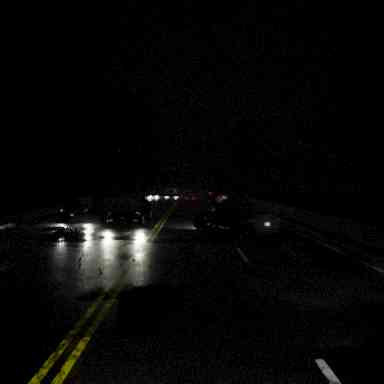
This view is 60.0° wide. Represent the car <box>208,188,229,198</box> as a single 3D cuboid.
[{"bbox_3d":[3.076,0.491,34.654,2.033,1.649,4.856,0,1,0],"label":"car"}]

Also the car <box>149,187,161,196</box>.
[{"bbox_3d":[-6.853,-0.106,61.372,2.128,1.511,4.902,0,1,0],"label":"car"}]

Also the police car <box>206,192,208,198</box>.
[{"bbox_3d":[3.021,0.285,45.654,2.038,1.542,4.974,0,1,0],"label":"police car"}]

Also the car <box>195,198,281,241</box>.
[{"bbox_3d":[1.853,1.162,14.507,1.994,1.385,4.181,-1,2,-31],"label":"car"}]

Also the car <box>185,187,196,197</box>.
[{"bbox_3d":[-0.270,0.017,56.190,2.128,1.511,4.902,0,1,0],"label":"car"}]

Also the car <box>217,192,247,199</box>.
[{"bbox_3d":[3.132,0.915,23.660,1.994,1.385,4.181,0,2,0],"label":"car"}]

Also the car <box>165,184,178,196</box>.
[{"bbox_3d":[-3.602,-0.328,59.300,2.150,2.045,5.566,0,1,0],"label":"car"}]

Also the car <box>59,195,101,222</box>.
[{"bbox_3d":[-6.690,0.950,20.811,1.812,1.442,4.674,0,2,0],"label":"car"}]

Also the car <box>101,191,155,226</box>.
[{"bbox_3d":[-3.432,0.955,18.860,1.882,1.535,5.008,0,2,0],"label":"car"}]

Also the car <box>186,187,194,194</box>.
[{"bbox_3d":[-0.385,-0.433,76.397,1.837,1.490,4.892,0,1,0],"label":"car"}]
